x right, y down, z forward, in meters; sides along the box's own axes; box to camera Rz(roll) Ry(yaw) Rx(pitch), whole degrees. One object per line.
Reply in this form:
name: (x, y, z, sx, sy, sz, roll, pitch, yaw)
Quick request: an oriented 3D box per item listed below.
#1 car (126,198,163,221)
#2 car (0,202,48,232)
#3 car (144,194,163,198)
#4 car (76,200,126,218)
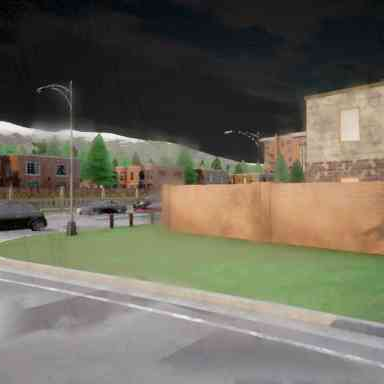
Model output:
car: (-2.518, 1.479, 26.858, 1.882, 1.535, 5.008, 0, 0, 41)
car: (-10.381, 1.355, 17.960, 2.097, 1.767, 4.553, 0, 0, 41)
car: (-4.476, 1.221, 40.503, 2.150, 2.045, 5.566, 0, 0, 42)
car: (-8.315, 1.494, 30.870, 2.128, 1.511, 4.902, 0, 0, 41)
